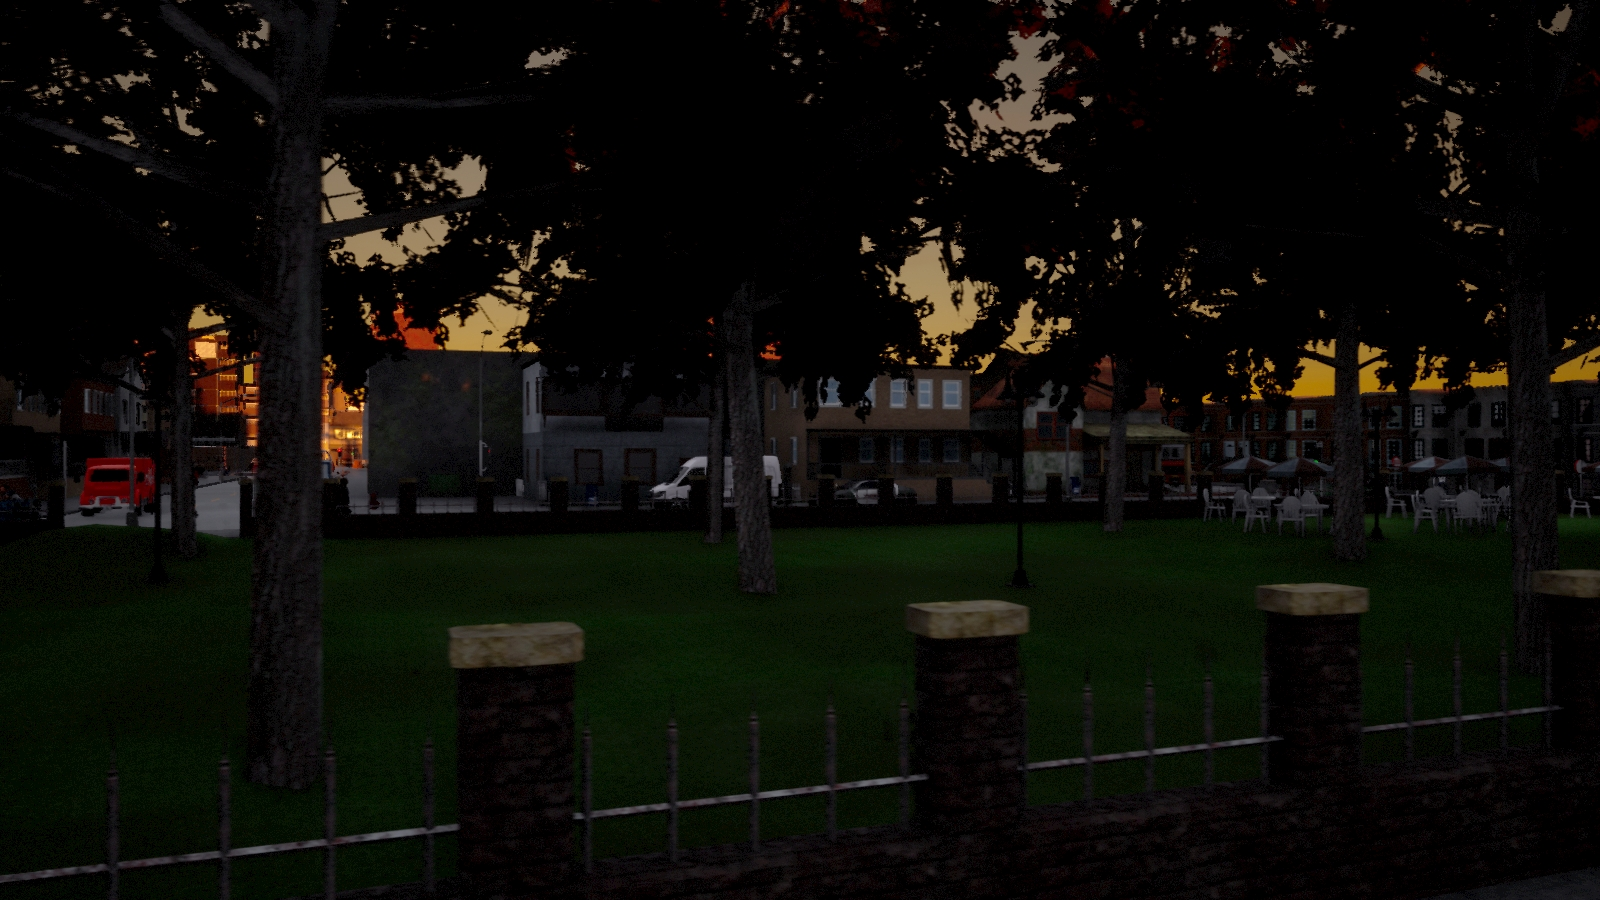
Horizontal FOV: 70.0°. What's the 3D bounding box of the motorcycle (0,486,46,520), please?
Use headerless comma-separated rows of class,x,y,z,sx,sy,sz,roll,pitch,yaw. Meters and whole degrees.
motorcycle,-29.208,1.992,42.256,0.803,1.145,2.033,-6,-2,28

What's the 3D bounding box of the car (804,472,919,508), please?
car,2.863,1.817,53.192,4.974,1.542,2.038,0,0,-21

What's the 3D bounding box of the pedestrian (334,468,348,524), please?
pedestrian,-15.236,1.525,37.927,0.375,1.860,0.375,0,0,-14

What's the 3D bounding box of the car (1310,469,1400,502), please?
car,28.222,1.777,58.108,3.988,1.617,1.851,0,0,-20

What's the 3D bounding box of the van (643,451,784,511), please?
van,-3.828,1.314,50.639,5.915,2.561,1.988,0,0,-20

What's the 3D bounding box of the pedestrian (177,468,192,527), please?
pedestrian,-19.795,1.525,36.728,0.375,1.860,0.375,0,0,-20

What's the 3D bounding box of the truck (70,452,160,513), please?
truck,-29.495,1.348,49.381,2.627,2.467,5.204,0,0,-23
